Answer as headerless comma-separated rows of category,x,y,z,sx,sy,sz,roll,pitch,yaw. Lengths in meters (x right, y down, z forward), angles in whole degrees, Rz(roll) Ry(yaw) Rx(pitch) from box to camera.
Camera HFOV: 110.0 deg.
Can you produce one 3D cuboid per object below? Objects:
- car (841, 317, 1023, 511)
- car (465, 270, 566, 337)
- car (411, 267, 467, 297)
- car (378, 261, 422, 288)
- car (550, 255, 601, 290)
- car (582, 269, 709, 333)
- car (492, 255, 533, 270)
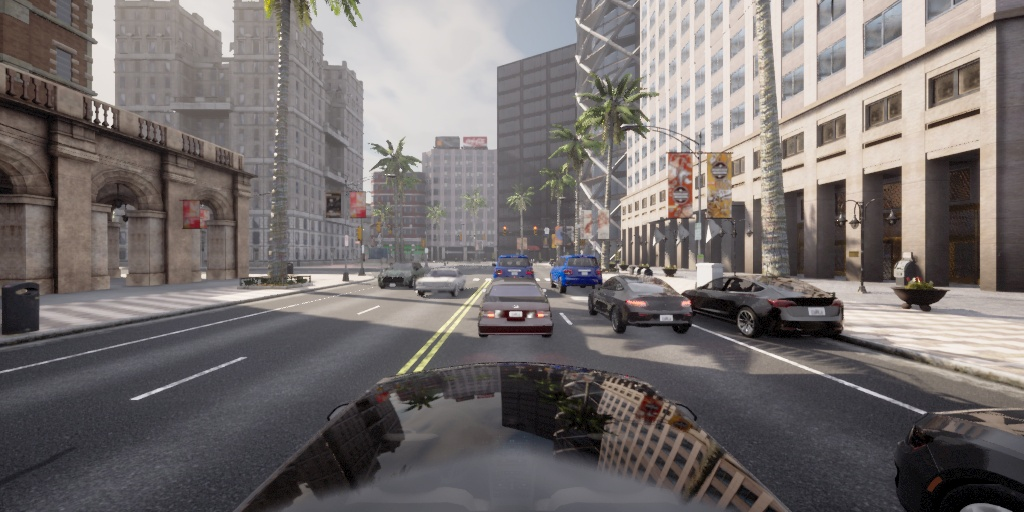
car,3.600,1.255,0.450,1.837,1.490,4.892,0,0,0
car,0.070,1.297,10.235,2.033,1.411,5.357,0,0,0
car,-3.612,1.351,18.991,1.895,1.301,4.718,0,0,0
car,-7.087,1.131,23.513,2.097,1.767,4.553,0,0,0
car,3.547,0.971,20.589,2.150,2.045,5.566,0,0,-2
car,3.564,1.276,10.625,1.812,1.442,4.674,0,0,-1
car,0.048,0.971,20.455,2.150,2.045,5.566,0,0,-2
